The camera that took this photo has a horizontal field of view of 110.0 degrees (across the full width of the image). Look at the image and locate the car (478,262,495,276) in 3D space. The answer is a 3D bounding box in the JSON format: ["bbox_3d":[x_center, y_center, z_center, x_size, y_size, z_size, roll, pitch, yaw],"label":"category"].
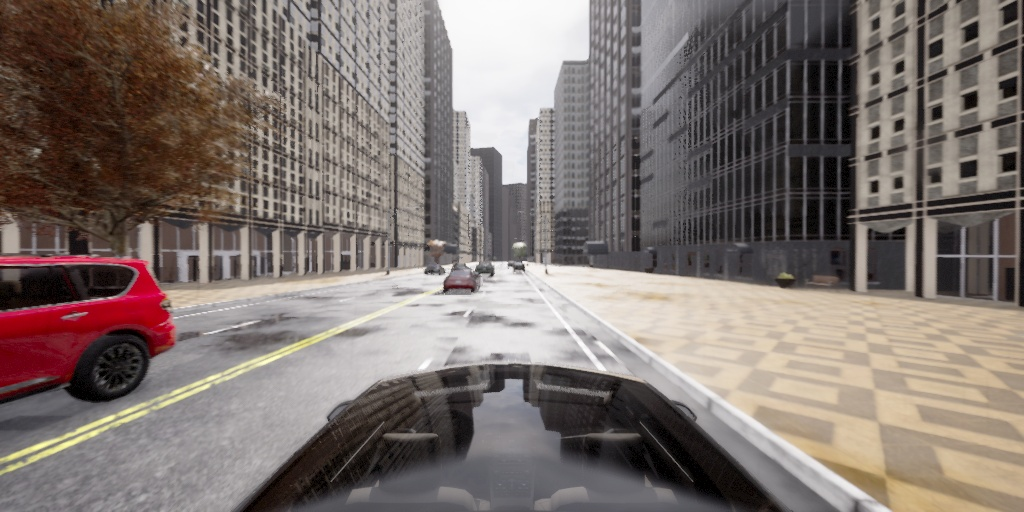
[{"bbox_3d":[-3.151,1.474,43.033,2.097,1.767,4.553,0,-1,0],"label":"car"}]

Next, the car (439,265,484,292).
[{"bbox_3d":[-3.151,1.507,23.123,1.994,1.385,4.181,0,0,0],"label":"car"}]

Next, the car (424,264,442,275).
[{"bbox_3d":[-9.826,1.710,45.622,1.994,1.385,4.181,0,-1,0],"label":"car"}]

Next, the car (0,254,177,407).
[{"bbox_3d":[-6.601,0.988,3.542,2.150,2.045,5.566,0,-1,0],"label":"car"}]

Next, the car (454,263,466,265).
[{"bbox_3d":[-6.580,1.645,45.053,1.837,1.490,4.892,0,0,0],"label":"car"}]

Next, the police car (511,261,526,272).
[{"bbox_3d":[1.136,1.674,56.951,1.930,1.638,5.238,0,-1,0],"label":"police car"}]
